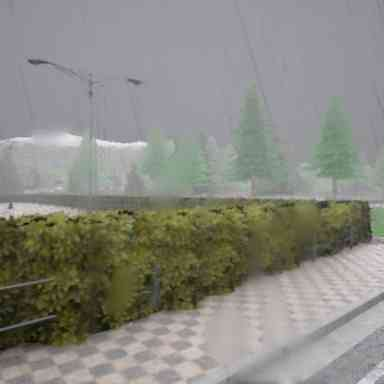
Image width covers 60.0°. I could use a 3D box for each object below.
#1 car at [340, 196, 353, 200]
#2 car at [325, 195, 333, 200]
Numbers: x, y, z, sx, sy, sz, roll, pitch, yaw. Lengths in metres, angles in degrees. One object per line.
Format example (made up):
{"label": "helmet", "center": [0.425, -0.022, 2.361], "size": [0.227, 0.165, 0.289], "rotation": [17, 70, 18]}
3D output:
{"label": "car", "center": [32.410, 1.565, 69.893], "size": [1.994, 1.385, 4.181], "rotation": [0, 0, 5]}
{"label": "car", "center": [33.340, 1.478, 79.794], "size": [2.128, 1.511, 4.902], "rotation": [0, 0, 5]}
